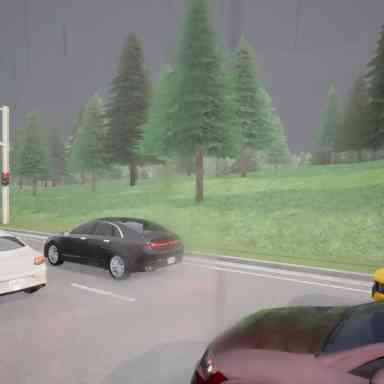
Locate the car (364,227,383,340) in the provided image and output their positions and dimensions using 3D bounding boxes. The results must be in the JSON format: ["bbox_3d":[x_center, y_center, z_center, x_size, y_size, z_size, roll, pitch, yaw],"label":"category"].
[{"bbox_3d":[5.279,1.478,4.523,5.008,1.535,1.882,0,0,36],"label":"car"}]

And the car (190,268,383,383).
[{"bbox_3d":[2.027,1.564,2.546,4.181,1.385,1.994,0,0,35],"label":"car"}]

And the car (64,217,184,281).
[{"bbox_3d":[-2.492,1.505,9.958,4.892,1.490,1.837,0,0,36],"label":"car"}]

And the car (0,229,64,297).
[{"bbox_3d":[-5.125,1.526,7.548,4.674,1.442,1.812,0,0,36],"label":"car"}]
